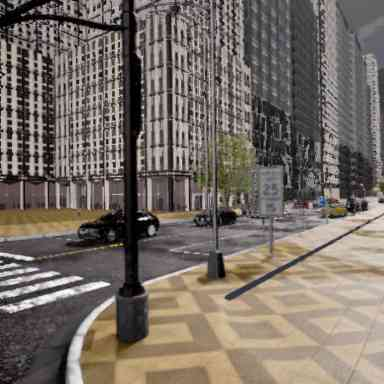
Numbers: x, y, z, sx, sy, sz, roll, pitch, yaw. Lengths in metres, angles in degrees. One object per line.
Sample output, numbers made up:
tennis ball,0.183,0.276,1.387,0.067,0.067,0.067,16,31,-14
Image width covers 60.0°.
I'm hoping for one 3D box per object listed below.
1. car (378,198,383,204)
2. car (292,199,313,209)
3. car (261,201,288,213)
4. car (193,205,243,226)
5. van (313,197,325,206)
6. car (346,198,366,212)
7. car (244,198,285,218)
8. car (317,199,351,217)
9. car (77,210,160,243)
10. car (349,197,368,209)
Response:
car,43.486,1.935,75.886,1.947,1.339,4.313,-1,-1,35
car,17.181,1.991,52.500,1.802,1.307,4.206,-1,-1,35
car,10.713,1.939,43.120,1.947,1.339,4.313,-1,-1,35
car,1.870,1.824,25.718,1.994,1.385,4.181,-1,-1,35
van,23.648,1.782,61.885,1.690,1.788,3.998,-1,-1,35
car,20.846,1.834,43.054,1.947,1.339,4.313,-1,-1,35
car,7.537,1.652,33.928,2.097,1.767,4.553,-1,-1,34
car,14.473,1.755,33.813,1.752,1.417,4.829,-1,-1,35
car,-3.740,1.721,17.601,1.837,1.490,4.892,-1,-1,35
car,24.079,1.836,47.743,2.008,1.369,4.403,-1,-1,35
